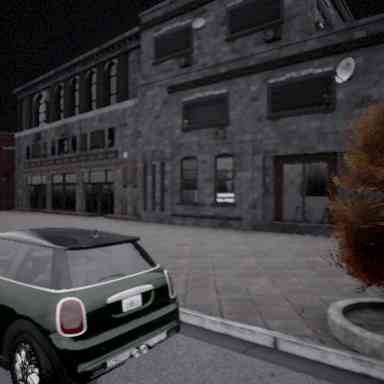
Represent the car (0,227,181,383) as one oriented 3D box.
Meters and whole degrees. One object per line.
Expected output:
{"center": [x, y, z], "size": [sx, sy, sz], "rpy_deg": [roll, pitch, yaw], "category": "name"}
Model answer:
{"center": [-2.427, 1.355, 5.276], "size": [4.553, 1.767, 2.097], "rpy_deg": [0, 0, 37], "category": "car"}
